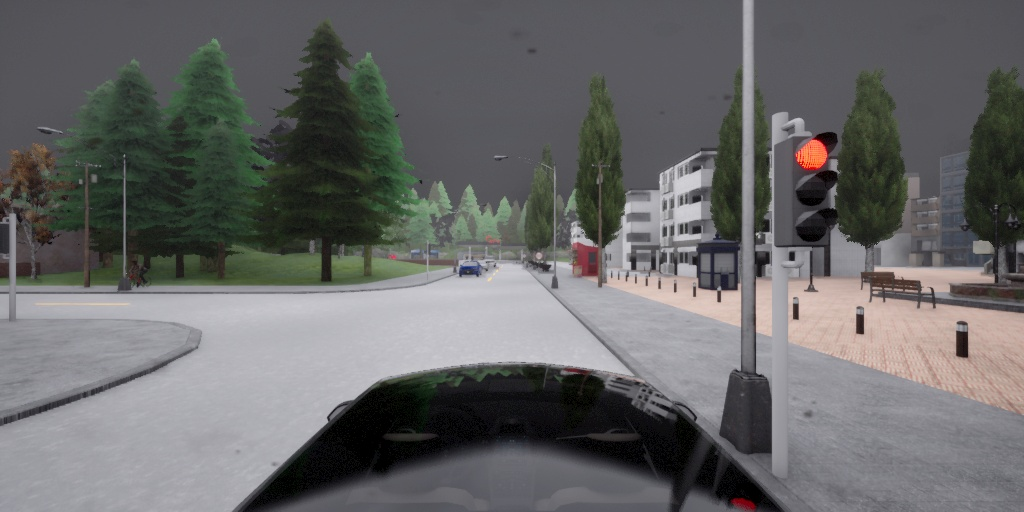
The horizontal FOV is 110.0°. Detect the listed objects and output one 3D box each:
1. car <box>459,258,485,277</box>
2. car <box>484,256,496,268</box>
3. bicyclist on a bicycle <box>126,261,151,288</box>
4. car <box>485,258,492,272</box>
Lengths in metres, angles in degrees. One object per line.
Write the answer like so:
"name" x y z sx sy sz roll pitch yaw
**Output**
"car" -4.087 1.228 35.875 1.882 1.535 5.008 0 0 0
"car" -3.954 0.974 62.862 2.150 2.045 5.566 0 0 0
"bicyclist on a bicycle" -22.136 1.099 21.184 0.582 1.620 1.656 0 0 0
"car" -4.065 1.276 46.857 1.812 1.442 4.674 0 0 0
